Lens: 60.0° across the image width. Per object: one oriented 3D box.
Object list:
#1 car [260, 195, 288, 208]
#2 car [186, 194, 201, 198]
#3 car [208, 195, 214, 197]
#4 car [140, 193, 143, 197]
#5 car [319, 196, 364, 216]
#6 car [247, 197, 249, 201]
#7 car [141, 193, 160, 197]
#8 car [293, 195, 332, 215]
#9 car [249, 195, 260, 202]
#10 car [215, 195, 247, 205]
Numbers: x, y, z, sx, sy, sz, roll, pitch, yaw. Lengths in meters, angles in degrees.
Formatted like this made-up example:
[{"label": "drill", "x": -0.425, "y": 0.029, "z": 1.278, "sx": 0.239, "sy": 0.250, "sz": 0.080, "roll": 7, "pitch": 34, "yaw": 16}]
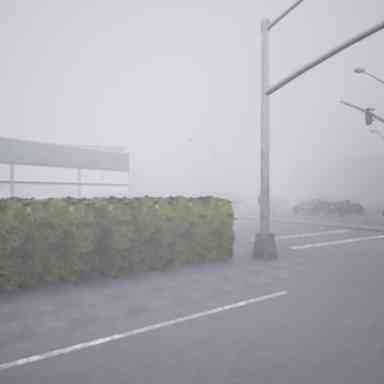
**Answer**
[{"label": "car", "x": 12.221, "y": 1.474, "z": 48.461, "sx": 3.633, "sy": 1.501, "sz": 1.845, "roll": 0, "pitch": 0, "yaw": -35}, {"label": "car", "x": -0.065, "y": 1.259, "z": 67.265, "sx": 4.605, "sy": 1.855, "sz": 1.932, "roll": 0, "pitch": 0, "yaw": -35}, {"label": "car", "x": 4.136, "y": 1.501, "z": 78.699, "sx": 4.514, "sy": 1.523, "sz": 2.007, "roll": 0, "pitch": 0, "yaw": -35}, {"label": "car", "x": -8.393, "y": 1.209, "z": 65.432, "sx": 3.866, "sy": 1.878, "sz": 1.905, "roll": 0, "pitch": 0, "yaw": -35}, {"label": "car", "x": 14.597, "y": 1.462, "z": 31.820, "sx": 4.514, "sy": 1.523, "sz": 2.007, "roll": 0, "pitch": 0, "yaw": -35}, {"label": "car", "x": 12.010, "y": 1.462, "z": 79.754, "sx": 3.806, "sy": 1.475, "sz": 1.970, "roll": 0, "pitch": 0, "yaw": -35}, {"label": "car", "x": -6.983, "y": 1.490, "z": 62.360, "sx": 3.806, "sy": 1.475, "sz": 1.970, "roll": 0, "pitch": 0, "yaw": -35}, {"label": "car", "x": 12.751, "y": 1.453, "z": 34.357, "sx": 5.027, "sy": 1.636, "sz": 2.152, "roll": 0, "pitch": 0, "yaw": -35}, {"label": "car", "x": 15.964, "y": 1.383, "z": 74.689, "sx": 5.027, "sy": 1.636, "sz": 2.152, "roll": 0, "pitch": 0, "yaw": -35}, {"label": "car", "x": 6.512, "y": 1.455, "z": 56.663, "sx": 4.514, "sy": 1.523, "sz": 2.007, "roll": 0, "pitch": 0, "yaw": -35}]
